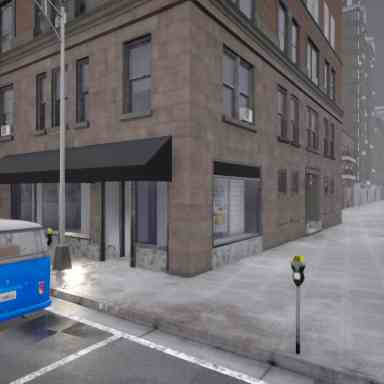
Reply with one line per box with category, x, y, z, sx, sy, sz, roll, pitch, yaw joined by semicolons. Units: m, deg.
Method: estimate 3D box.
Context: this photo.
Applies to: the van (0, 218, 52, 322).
van;-4.298;1.340;6.085;3.998;1.788;1.690;0;0;35
